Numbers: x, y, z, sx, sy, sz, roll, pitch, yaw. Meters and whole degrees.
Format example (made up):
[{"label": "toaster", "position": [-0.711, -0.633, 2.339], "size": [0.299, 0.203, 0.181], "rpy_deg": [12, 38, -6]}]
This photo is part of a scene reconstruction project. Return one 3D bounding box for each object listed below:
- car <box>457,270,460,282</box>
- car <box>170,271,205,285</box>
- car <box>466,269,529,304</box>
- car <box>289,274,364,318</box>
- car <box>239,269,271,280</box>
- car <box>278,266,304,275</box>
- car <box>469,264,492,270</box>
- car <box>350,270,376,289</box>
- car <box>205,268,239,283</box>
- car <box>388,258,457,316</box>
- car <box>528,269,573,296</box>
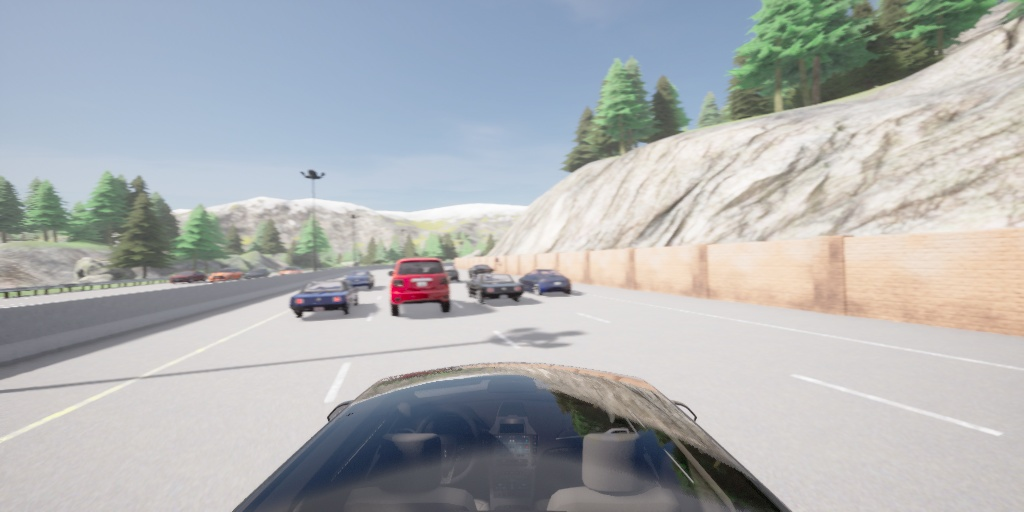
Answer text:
[{"label": "car", "position": [-6.025, 1.636, 33.172], "size": [2.128, 1.511, 4.902], "rpy_deg": [-1, 0, -17]}, {"label": "car", "position": [-38.725, 2.525, 43.031], "size": [1.882, 1.535, 5.008], "rpy_deg": [-1, 0, -17]}, {"label": "car", "position": [-1.014, 1.497, 17.493], "size": [1.895, 1.301, 4.718], "rpy_deg": [-1, 0, -17]}, {"label": "car", "position": [-7.526, 1.642, 14.871], "size": [1.895, 1.301, 4.718], "rpy_deg": [-1, -1, -17]}, {"label": "car", "position": [-32.155, 2.403, 45.450], "size": [1.837, 1.490, 4.892], "rpy_deg": [-1, 0, -18]}, {"label": "car", "position": [-29.045, 2.186, 47.208], "size": [2.097, 1.767, 4.553], "rpy_deg": [-1, 0, -18]}, {"label": "car", "position": [-3.146, 1.567, 35.682], "size": [1.882, 1.535, 5.008], "rpy_deg": [-1, -1, -17]}, {"label": "car", "position": [-11.580, 1.788, 27.486], "size": [2.033, 1.411, 5.357], "rpy_deg": [-1, 0, -17]}, {"label": "car", "position": [-35.592, 2.334, 44.717], "size": [2.097, 1.767, 4.553], "rpy_deg": [-1, -1, -17]}, {"label": "car", "position": [-3.879, 1.162, 14.900], "size": [2.150, 2.045, 5.566], "rpy_deg": [-1, -2, -17]}, {"label": "car", "position": [1.755, 1.412, 20.354], "size": [1.994, 1.385, 4.181], "rpy_deg": [-1, 0, -17]}]
